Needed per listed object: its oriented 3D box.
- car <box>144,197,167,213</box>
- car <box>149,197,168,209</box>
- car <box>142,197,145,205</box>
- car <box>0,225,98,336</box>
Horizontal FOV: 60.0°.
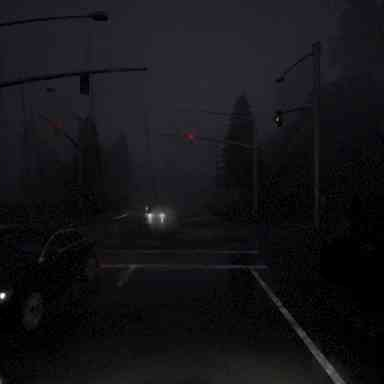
[{"bbox_3d":[-3.776,1.547,37.062,2.033,1.411,5.357,0,0,-1],"label":"car"},{"bbox_3d":[-4.807,1.492,47.040,2.128,1.511,4.902,0,0,-11],"label":"car"},{"bbox_3d":[-7.400,1.526,56.893,1.812,1.442,4.674,0,0,-20],"label":"car"},{"bbox_3d":[-3.411,1.491,6.833,2.128,1.511,4.902,0,0,1],"label":"car"}]
